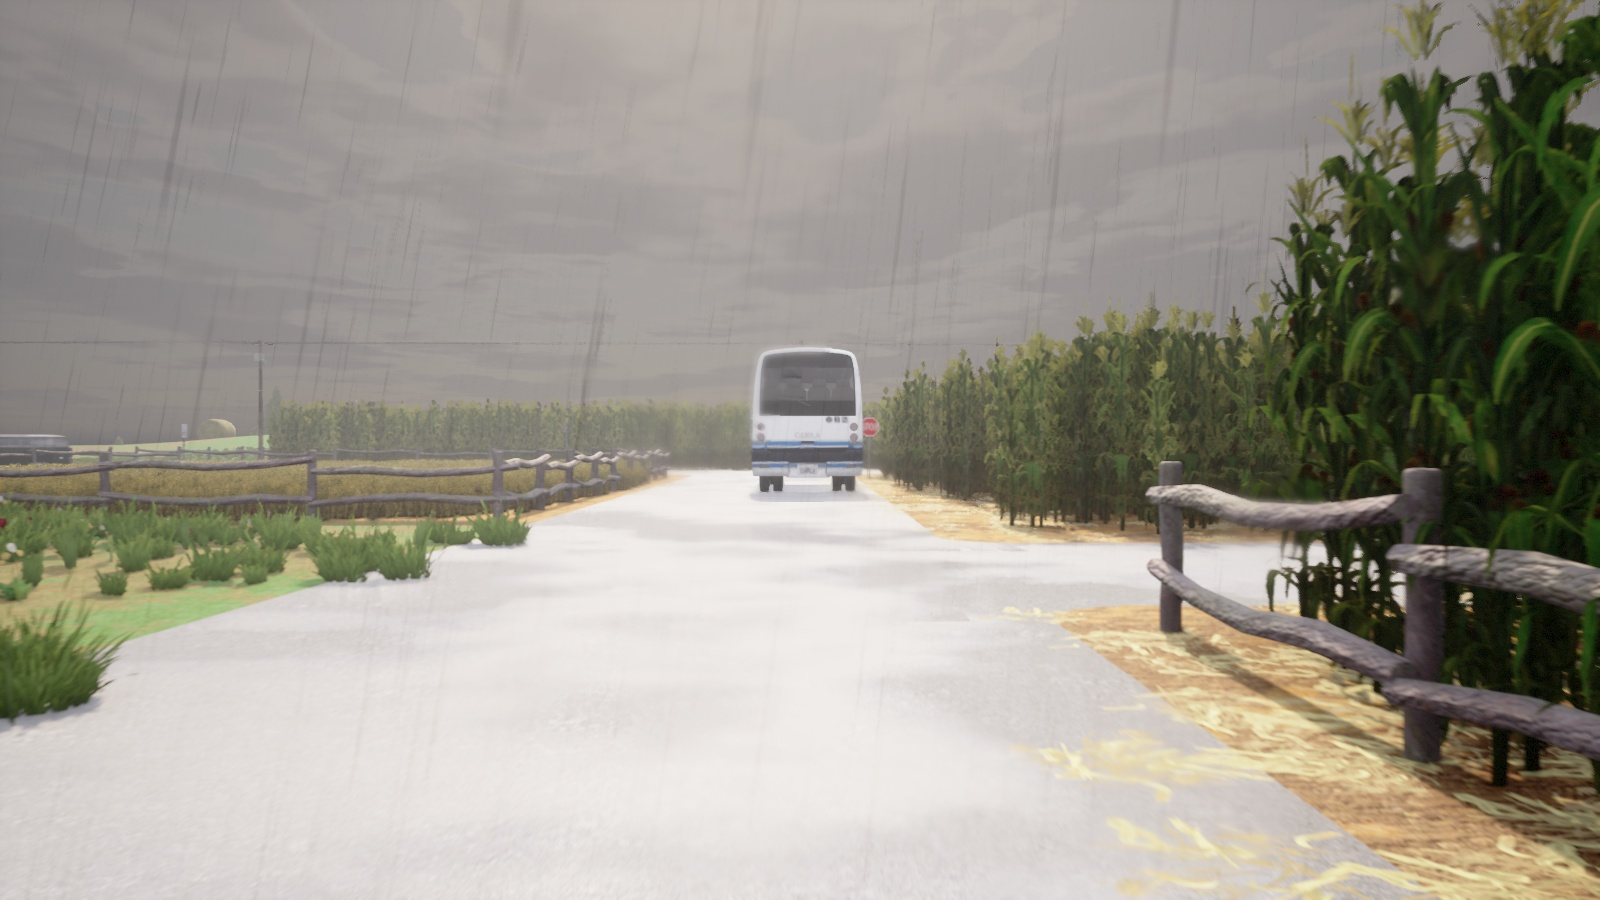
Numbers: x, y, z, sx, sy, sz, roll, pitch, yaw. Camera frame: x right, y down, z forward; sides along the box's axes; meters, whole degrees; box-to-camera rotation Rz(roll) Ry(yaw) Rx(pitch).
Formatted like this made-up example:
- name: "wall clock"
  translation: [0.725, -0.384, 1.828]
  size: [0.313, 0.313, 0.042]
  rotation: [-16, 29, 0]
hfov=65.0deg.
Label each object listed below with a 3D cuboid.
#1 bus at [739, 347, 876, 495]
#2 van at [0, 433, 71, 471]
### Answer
- name: "bus"
  translation: [0.251, -0.863, 41.402]
  size: [3.944, 4.253, 10.273]
  rotation: [0, 0, 0]
- name: "van"
  translation: [-41.348, 0.091, 66.553]
  size: [4.442, 1.987, 1.775]
  rotation: [0, 0, 0]
